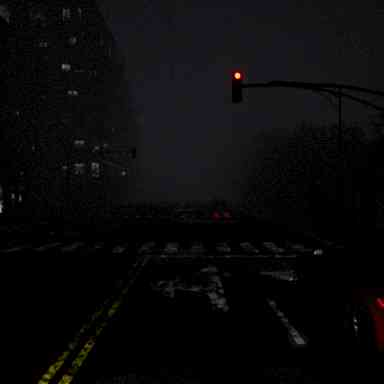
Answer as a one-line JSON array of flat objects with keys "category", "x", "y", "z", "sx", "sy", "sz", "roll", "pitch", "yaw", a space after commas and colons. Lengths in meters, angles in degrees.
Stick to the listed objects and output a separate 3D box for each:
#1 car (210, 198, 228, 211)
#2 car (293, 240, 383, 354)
[{"category": "car", "x": 3.319, "y": 1.491, "z": 41.352, "sx": 2.128, "sy": 1.511, "sz": 4.902, "roll": 0, "pitch": 0, "yaw": 0}, {"category": "car", "x": 3.345, "y": 1.562, "z": 6.128, "sx": 1.994, "sy": 1.385, "sz": 4.181, "roll": 0, "pitch": 0, "yaw": 0}]
